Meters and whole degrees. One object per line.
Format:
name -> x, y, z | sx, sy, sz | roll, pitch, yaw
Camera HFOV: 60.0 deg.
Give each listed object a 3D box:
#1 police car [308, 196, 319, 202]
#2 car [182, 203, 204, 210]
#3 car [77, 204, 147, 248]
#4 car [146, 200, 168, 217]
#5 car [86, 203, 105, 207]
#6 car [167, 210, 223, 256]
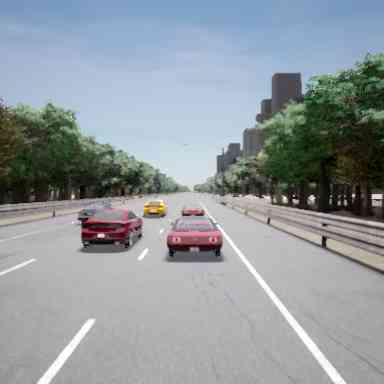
police car -> 30.139, 1.733, 81.616 | 4.974, 1.542, 2.038 | 1, 1, 45
car -> 0.083, 1.608, 28.691 | 1.895, 1.301, 4.718 | 0, 0, 0
car -> -3.408, 1.484, 14.955 | 1.882, 1.535, 5.008 | 0, 0, 0
car -> -3.418, 1.483, 31.830 | 1.882, 1.535, 5.008 | 0, 0, 0
car -> -6.916, 1.555, 24.893 | 2.033, 1.411, 5.357 | 0, 0, 0
car -> 0.091, 1.607, 13.180 | 1.895, 1.301, 4.718 | 0, 0, 0
